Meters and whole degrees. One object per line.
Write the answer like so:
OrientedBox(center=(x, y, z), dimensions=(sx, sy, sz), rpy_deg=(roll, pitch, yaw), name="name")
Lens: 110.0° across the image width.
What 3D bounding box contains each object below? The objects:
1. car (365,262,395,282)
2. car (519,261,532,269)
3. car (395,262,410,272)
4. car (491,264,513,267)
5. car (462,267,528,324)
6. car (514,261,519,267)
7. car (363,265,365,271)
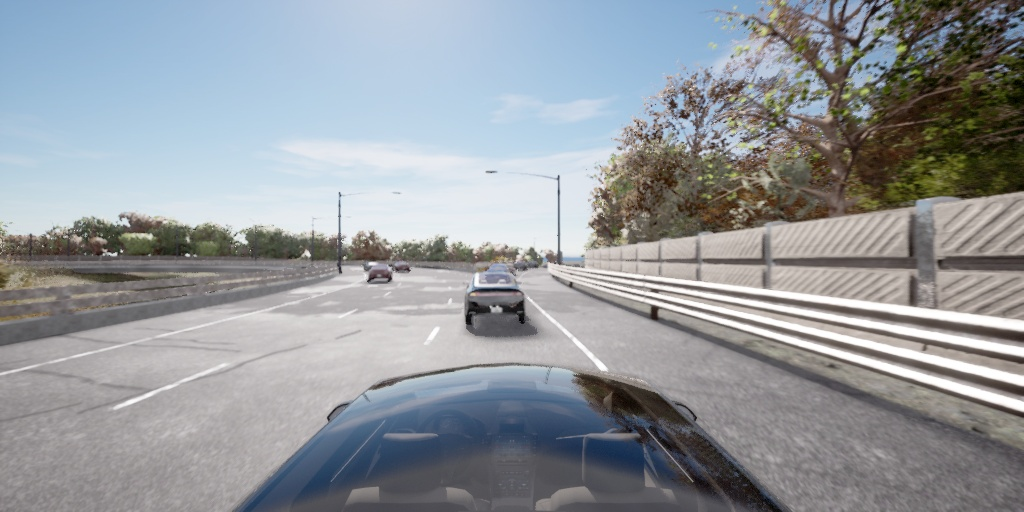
OrientedBox(center=(-11.582, 1.456, 31.691), dimensions=(1.812, 1.442, 4.674), rpy_deg=(0, 0, -16), name="car")
OrientedBox(center=(1.423, 1.493, 56.090), dimensions=(2.128, 1.511, 4.902), rpy_deg=(0, 0, 9), name="car")
OrientedBox(center=(-16.107, 1.567, 52.041), dimensions=(1.812, 1.442, 4.674), rpy_deg=(0, 0, -27), name="car")
OrientedBox(center=(-1.053, 1.407, 28.862), dimensions=(1.812, 1.442, 4.674), rpy_deg=(0, 0, 0), name="car")
OrientedBox(center=(-0.655, 1.293, 12.304), dimensions=(2.128, 1.511, 4.902), rpy_deg=(0, 0, -5), name="car")
OrientedBox(center=(-0.582, 1.533, 39.900), dimensions=(1.895, 1.301, 4.718), rpy_deg=(0, 0, 4), name="car")
OrientedBox(center=(-21.140, 1.616, 54.070), dimensions=(2.033, 1.411, 5.357), rpy_deg=(0, 0, -30), name="car")
